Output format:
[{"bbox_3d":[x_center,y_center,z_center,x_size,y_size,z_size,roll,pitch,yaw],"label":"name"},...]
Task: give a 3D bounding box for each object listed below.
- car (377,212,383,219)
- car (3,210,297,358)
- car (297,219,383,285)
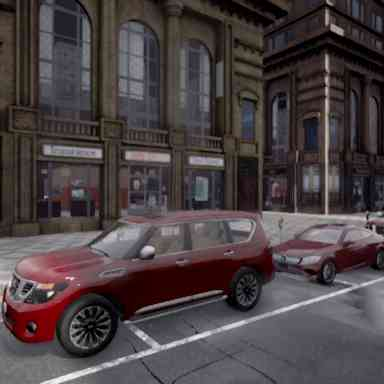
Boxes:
[{"bbox_3d":[8.536,1.304,12.679,5.009,1.841,2.192,0,0,-35],"label":"car"},{"bbox_3d":[-0.606,1.312,6.202,5.009,1.841,2.192,0,0,-35],"label":"car"},{"bbox_3d":[3.964,1.575,9.441,4.206,1.307,1.802,0,0,-35],"label":"car"}]
